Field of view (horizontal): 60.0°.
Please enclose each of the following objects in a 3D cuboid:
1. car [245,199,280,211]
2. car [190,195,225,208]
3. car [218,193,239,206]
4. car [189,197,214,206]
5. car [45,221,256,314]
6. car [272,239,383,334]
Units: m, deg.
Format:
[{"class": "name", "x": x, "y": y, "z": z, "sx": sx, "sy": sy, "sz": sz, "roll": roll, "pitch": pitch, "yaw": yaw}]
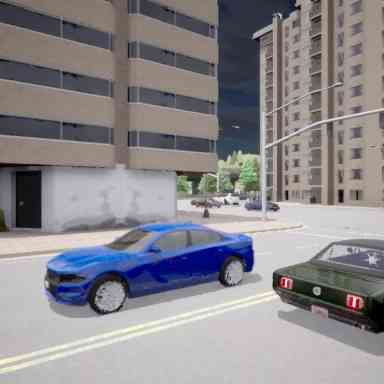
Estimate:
[{"class": "car", "x": 8.172, "y": 1.564, "z": 38.938, "sx": 1.994, "sy": 1.385, "sz": 4.181, "roll": 0, "pitch": 0, "yaw": -36}, {"class": "car", "x": 2.161, "y": 1.526, "z": 47.251, "sx": 1.812, "sy": 1.442, "sz": 4.674, "roll": 0, "pitch": 0, "yaw": -36}, {"class": "car", "x": 5.370, "y": 1.221, "z": 55.068, "sx": 2.150, "sy": 2.045, "sz": 5.566, "roll": 0, "pitch": 0, "yaw": -36}, {"class": "car", "x": 1.536, "y": 1.564, "z": 54.371, "sx": 1.994, "sy": 1.385, "sz": 4.181, "roll": 0, "pitch": 0, "yaw": -36}, {"class": "car", "x": -0.718, "y": 1.477, "z": 7.769, "sx": 5.008, "sy": 1.535, "sz": 1.882, "roll": 0, "pitch": 0, "yaw": -35}, {"class": "car", "x": 3.839, "y": 1.601, "z": 6.516, "sx": 4.718, "sy": 1.301, "sz": 1.895, "roll": 0, "pitch": 0, "yaw": -35}]
